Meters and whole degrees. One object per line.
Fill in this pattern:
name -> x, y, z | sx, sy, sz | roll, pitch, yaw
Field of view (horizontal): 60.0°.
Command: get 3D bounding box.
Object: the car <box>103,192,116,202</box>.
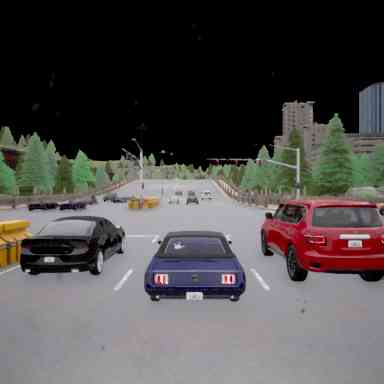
car -> -17.547, 1.124, 71.687 | 2.150, 2.045, 5.566 | 0, 1, 0

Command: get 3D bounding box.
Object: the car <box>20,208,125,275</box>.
car -> -3.420, 1.478, 10.481 | 1.882, 1.535, 5.008 | 0, 0, 0

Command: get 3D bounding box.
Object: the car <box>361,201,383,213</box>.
car -> 21.141, 1.601, 35.914 | 4.718, 1.301, 1.895 | 0, 0, 0

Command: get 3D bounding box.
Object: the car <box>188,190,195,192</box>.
car -> -0.152, 0.163, 91.420 | 2.128, 1.511, 4.902 | 0, 7, 0

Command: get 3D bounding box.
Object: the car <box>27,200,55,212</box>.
car -> -17.593, 1.601, 39.411 | 1.895, 1.301, 4.718 | 0, 0, 0

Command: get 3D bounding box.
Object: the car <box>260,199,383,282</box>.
car -> 3.574, 1.221, 9.936 | 2.150, 2.045, 5.566 | 0, 0, 0

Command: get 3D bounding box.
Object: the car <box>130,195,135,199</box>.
car -> -14.065, 1.322, 75.077 | 1.812, 1.442, 4.674 | 0, 2, 0

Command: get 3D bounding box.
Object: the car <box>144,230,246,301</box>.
car -> 0.069, 1.601, 8.255 | 1.895, 1.301, 4.718 | 0, 0, 0

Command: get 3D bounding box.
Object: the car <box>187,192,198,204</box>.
car -> 0.088, 1.352, 63.746 | 2.097, 1.767, 4.553 | 0, 0, 0

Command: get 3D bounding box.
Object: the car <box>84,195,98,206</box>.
car -> -17.579, 1.353, 56.377 | 2.097, 1.767, 4.553 | 0, 0, 0

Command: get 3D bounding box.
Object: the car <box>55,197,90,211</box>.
car -> -14.094, 1.601, 39.427 | 1.895, 1.301, 4.718 | 0, 0, 0

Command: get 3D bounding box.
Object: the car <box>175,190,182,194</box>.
car -> -3.652, 0.163, 91.402 | 2.128, 1.511, 4.902 | 0, 7, 0

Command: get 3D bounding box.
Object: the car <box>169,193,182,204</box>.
car -> -3.417, 1.523, 65.120 | 1.812, 1.442, 4.674 | 0, 0, 0

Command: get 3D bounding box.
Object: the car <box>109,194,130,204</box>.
car -> -14.046, 1.546, 64.795 | 2.033, 1.411, 5.357 | 0, 0, 0

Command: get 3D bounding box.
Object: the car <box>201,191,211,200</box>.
car -> 3.410, 0.794, 79.866 | 2.150, 2.045, 5.566 | 0, 3, 0

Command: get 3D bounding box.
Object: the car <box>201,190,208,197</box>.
car -> 3.353, 0.348, 90.325 | 1.895, 1.301, 4.718 | 0, 7, 0
